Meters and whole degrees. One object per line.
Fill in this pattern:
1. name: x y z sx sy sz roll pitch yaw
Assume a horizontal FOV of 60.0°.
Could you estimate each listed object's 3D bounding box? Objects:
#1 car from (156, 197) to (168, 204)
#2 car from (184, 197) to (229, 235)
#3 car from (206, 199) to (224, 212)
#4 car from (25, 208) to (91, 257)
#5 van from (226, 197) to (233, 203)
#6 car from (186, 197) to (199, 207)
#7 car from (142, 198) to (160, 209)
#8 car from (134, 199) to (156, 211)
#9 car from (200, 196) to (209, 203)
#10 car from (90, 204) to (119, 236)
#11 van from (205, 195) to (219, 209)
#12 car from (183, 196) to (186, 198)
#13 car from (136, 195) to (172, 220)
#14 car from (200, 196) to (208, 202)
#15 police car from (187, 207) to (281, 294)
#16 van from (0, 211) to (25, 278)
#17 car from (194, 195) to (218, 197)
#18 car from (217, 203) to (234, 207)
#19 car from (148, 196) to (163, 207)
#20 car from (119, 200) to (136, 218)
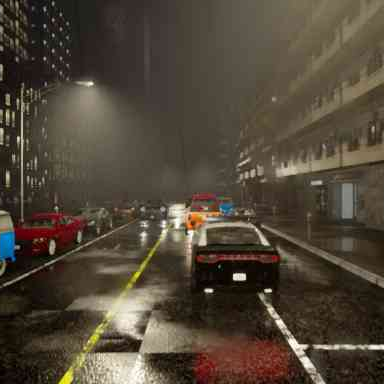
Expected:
1. car: -5.612 1.600 62.702 1.947 1.339 4.313 0 0 0
2. car: 0.681 1.347 18.805 2.097 1.767 4.553 0 0 0
3. car: 2.740 1.558 40.599 1.887 1.381 4.507 0 0 0
4. car: -5.676 1.544 12.996 1.887 1.381 4.507 0 0 0
5. van: 2.726 1.346 29.554 1.690 1.788 3.998 0 0 0
6. car: 0.072 1.573 54.431 2.033 1.411 5.357 0 0 0
7. car: -5.634 1.569 46.133 2.008 1.369 4.403 0 0 0
8. car: -5.641 1.564 40.610 2.008 1.369 4.403 0 0 0
9. car: 2.783 1.615 73.737 1.947 1.339 4.313 0 0 0
10. car: -5.669 1.566 18.519 1.947 1.339 4.313 0 0 0
11. van: 2.747 1.359 46.122 1.690 1.788 3.998 0 0 0
12. car: 0.086 1.521 44.235 1.837 1.490 4.892 0 0 1
13. car: -3.060 1.356 27.928 2.097 1.767 4.553 0 0 0
14. car: 2.790 1.583 79.429 1.752 1.417 4.829 0 0 0
15. police car: 0.912 1.424 8.950 1.930 1.638 5.238 0 0 0
16. van: -5.683 1.340 7.473 1.690 1.788 3.998 0 0 0
17. car: 0.933 1.227 24.871 2.150 2.045 5.566 0 0 0
18. car: 2.712 1.551 18.508 2.008 1.369 4.403 0 0 0
19. car: -5.627 1.463 51.657 1.967 1.590 4.097 0 0 0
20. car: -5.655 1.445 29.566 1.967 1.590 4.097 0 0 0
